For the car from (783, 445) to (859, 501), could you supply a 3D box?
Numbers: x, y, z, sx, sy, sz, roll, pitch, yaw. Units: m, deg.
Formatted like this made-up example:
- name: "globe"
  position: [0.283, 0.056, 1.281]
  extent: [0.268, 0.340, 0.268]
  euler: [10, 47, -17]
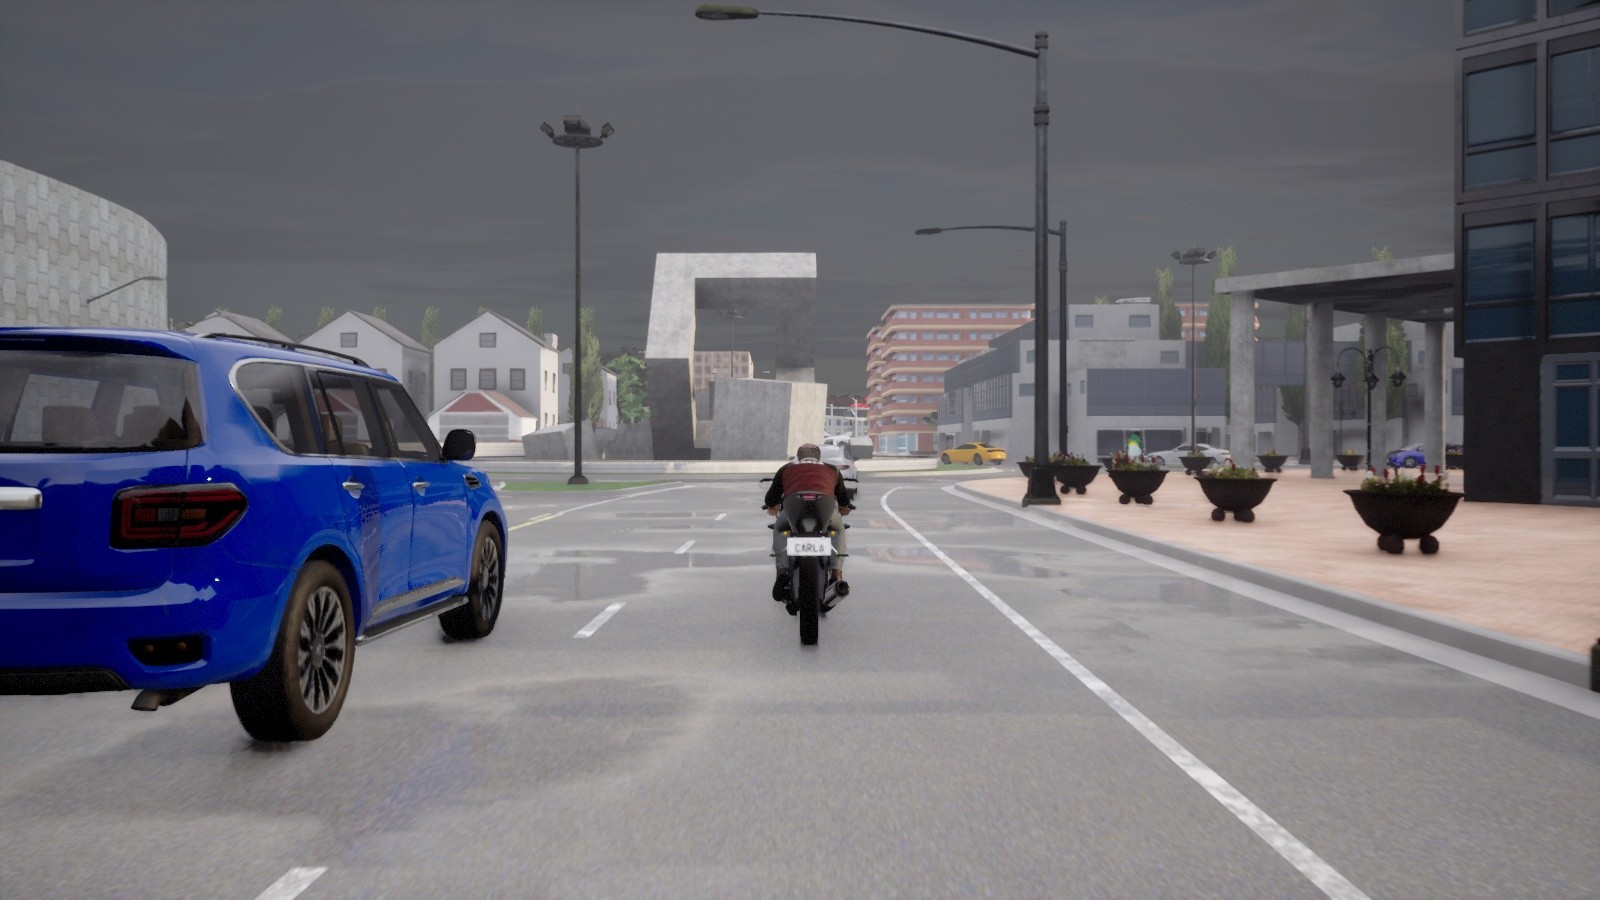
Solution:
- name: "car"
  position: [0.648, 0.577, 34.786]
  extent: [1.812, 1.442, 4.674]
  euler: [0, 0, 5]

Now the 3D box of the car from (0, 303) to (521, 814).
- name: "car"
  position: [-3.440, 0.419, 7.812]
  extent: [2.150, 2.045, 5.566]
  euler: [0, 0, 0]

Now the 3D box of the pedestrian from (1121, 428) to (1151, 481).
- name: "pedestrian"
  position: [12.451, 0.154, 46.519]
  extent: [0.873, 1.952, 0.659]
  euler: [0, 0, -19]

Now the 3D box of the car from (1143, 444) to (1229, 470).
- name: "car"
  position: [22.316, 0.381, 72.638]
  extent: [4.674, 1.442, 1.812]
  euler: [0, 0, 18]

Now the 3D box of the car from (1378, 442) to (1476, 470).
- name: "car"
  position: [35.299, 0.323, 70.738]
  extent: [4.514, 1.525, 2.007]
  euler: [0, 0, 0]

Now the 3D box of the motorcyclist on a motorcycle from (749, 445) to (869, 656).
- name: "motorcyclist on a motorcycle"
  position: [0.073, 0.724, 10.225]
  extent: [0.866, 1.530, 2.191]
  euler: [0, 0, 0]

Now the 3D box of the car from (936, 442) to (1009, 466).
- name: "car"
  position: [11.488, 0.259, 84.117]
  extent: [1.882, 1.535, 5.008]
  euler: [0, 0, -37]
